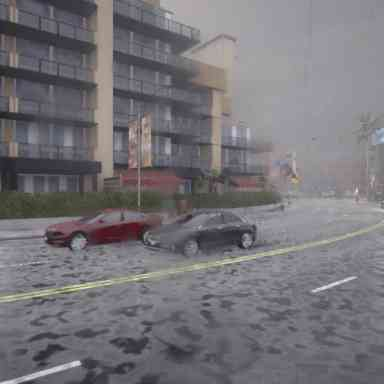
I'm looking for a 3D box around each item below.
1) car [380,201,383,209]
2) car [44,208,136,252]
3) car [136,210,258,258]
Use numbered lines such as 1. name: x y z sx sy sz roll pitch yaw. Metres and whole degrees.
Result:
1. car: 24.759 1.478 41.240 2.128 1.511 4.902 0 0 19
2. car: -3.529 1.468 14.054 5.008 1.535 1.882 0 0 -39
3. car: 0.520 1.498 12.864 4.892 1.490 1.837 0 0 -40
